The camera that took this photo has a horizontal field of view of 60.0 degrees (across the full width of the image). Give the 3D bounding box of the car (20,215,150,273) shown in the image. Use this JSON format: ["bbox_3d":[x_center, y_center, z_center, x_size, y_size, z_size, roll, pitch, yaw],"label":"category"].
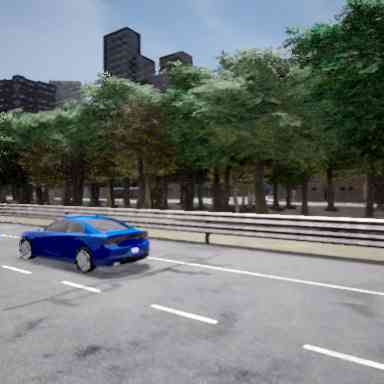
[{"bbox_3d":[-3.609,1.495,10.746,5.008,1.535,1.882,0,0,36],"label":"car"}]
